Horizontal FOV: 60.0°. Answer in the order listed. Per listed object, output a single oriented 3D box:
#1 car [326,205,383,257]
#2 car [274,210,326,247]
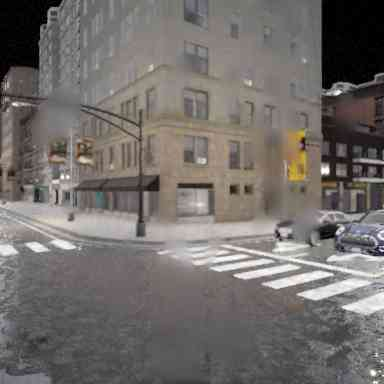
[{"bbox_3d":[7.651,1.496,13.125,4.553,1.767,2.097,1,0,-35],"label":"car"},{"bbox_3d":[6.034,1.631,15.966,4.902,1.511,2.128,1,0,-35],"label":"car"}]
